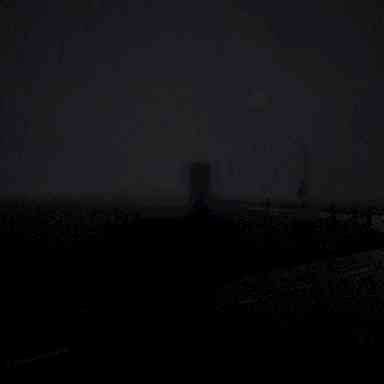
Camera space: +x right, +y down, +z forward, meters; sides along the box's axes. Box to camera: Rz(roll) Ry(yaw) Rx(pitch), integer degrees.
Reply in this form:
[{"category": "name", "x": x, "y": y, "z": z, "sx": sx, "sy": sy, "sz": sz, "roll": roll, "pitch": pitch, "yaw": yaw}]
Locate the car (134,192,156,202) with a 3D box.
[{"category": "car", "x": -7.378, "y": 0.757, "z": 52.104, "sx": 1.882, "sy": 1.535, "sz": 5.008, "roll": -1, "pitch": 1, "yaw": -36}]
